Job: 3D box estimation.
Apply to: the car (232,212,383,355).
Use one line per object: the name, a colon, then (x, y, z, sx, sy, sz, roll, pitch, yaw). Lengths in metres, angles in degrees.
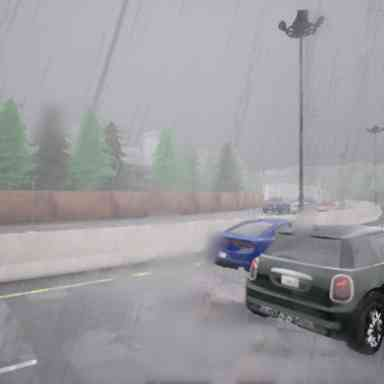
car: (3.175, 1.409, 6.465, 4.553, 1.767, 2.097, 0, -1, -39)

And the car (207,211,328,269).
car: (2.720, 1.567, 10.603, 5.008, 1.535, 1.882, 0, 0, -40)
